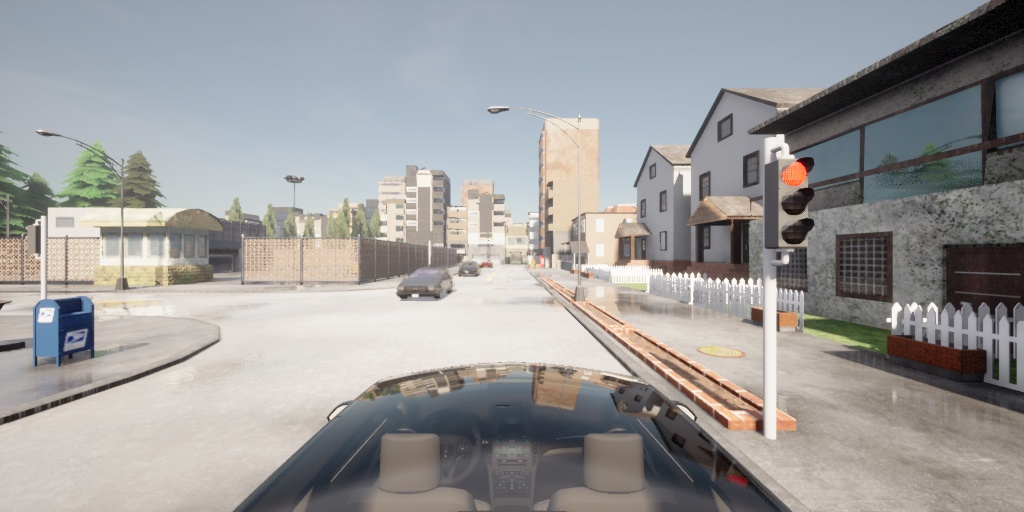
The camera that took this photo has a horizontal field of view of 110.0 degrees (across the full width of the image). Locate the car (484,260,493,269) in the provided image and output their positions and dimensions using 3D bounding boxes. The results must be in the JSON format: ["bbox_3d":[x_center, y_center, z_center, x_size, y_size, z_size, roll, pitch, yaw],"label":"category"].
[{"bbox_3d":[-4.040,1.351,57.907,1.895,1.301,4.718,0,0,0],"label":"car"}]

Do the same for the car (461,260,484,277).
[{"bbox_3d":[-4.113,1.254,35.049,1.837,1.490,4.892,0,0,0],"label":"car"}]

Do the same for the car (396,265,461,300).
[{"bbox_3d":[-4.107,1.298,17.893,2.033,1.411,5.357,0,0,0],"label":"car"}]
